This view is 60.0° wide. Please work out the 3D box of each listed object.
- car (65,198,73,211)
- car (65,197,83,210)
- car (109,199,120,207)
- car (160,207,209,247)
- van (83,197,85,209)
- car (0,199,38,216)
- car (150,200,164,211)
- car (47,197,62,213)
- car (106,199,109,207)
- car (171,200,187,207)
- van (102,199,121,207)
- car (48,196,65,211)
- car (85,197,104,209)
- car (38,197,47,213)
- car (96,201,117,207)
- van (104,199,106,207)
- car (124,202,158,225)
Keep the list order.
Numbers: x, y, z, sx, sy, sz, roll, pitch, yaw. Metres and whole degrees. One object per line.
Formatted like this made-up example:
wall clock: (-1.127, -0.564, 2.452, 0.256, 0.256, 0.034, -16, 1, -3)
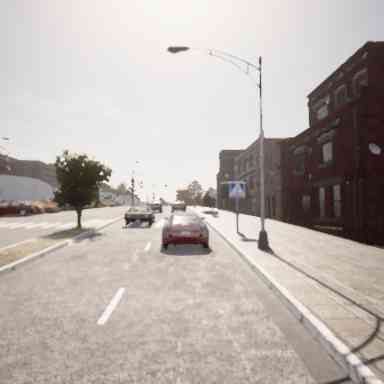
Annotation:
car: (-18.869, 1.882, 44.772, 4.674, 1.452, 2.002, 0, -1, -23)
car: (-18.994, 1.657, 47.768, 5.566, 2.045, 2.435, 0, -2, -23)
car: (-20.343, 2.770, 77.548, 5.366, 1.575, 1.946, 0, -2, -23)
car: (-0.325, 1.595, 15.148, 1.994, 1.385, 4.181, 0, 0, -2)
van: (-19.062, 1.754, 50.770, 4.442, 1.987, 1.878, 0, -2, -23)
car: (-18.260, 1.641, 32.886, 5.008, 1.535, 2.097, 0, 0, -23)
car: (-4.671, 1.820, 42.530, 2.128, 1.511, 4.902, 0, -1, -3)
car: (-18.398, 1.725, 38.909, 5.366, 1.575, 1.946, 0, -1, -23)
car: (-20.095, 2.375, 68.548, 4.553, 1.767, 2.185, 0, -2, -23)
car: (-1.672, 1.825, 42.622, 2.128, 1.511, 4.902, 0, -1, -3)
van: (-20.858, 2.820, 86.448, 4.442, 1.987, 1.878, 0, -2, -23)
car: (-18.747, 1.659, 41.794, 4.553, 1.767, 2.185, 0, -1, -23)
car: (-19.934, 2.316, 62.530, 5.366, 1.575, 1.946, 0, -2, -23)
car: (-18.450, 1.557, 35.850, 4.553, 1.767, 2.185, 0, -1, -23)
car: (-20.665, 2.904, 80.447, 4.674, 1.452, 2.002, 0, -2, -23)
van: (-19.812, 2.184, 65.637, 4.442, 1.987, 1.878, 0, -2, -23)
car: (-3.771, 1.682, 24.755, 1.895, 1.301, 4.718, 0, 0, -3)
